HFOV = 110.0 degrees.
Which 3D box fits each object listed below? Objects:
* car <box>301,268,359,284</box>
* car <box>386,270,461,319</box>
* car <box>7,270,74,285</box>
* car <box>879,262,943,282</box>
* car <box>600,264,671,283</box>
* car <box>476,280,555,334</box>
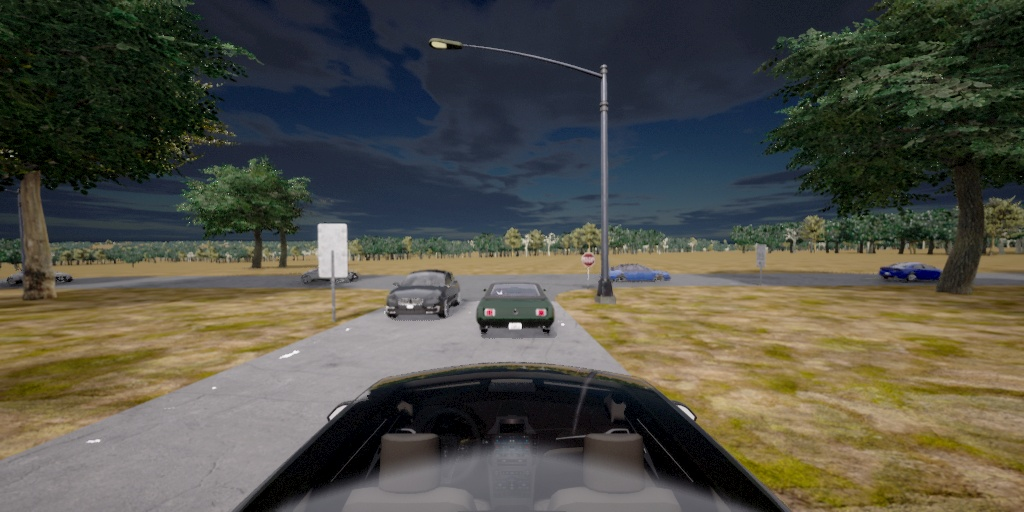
[{"bbox_3d":[-14.919,1.538,29.513,4.181,1.385,1.994,0,2,3],"label":"car"},{"bbox_3d":[-3.025,1.276,13.048,1.837,1.490,4.892,0,-1,0],"label":"car"},{"bbox_3d":[-41.237,1.815,31.406,4.181,1.385,1.994,-1,2,6],"label":"car"},{"bbox_3d":[33.391,1.285,29.683,5.008,1.535,1.882,0,2,-3],"label":"car"},{"bbox_3d":[9.926,1.370,29.026,5.357,1.411,2.033,0,2,0],"label":"car"},{"bbox_3d":[0.080,1.366,10.687,1.895,1.301,4.718,0,0,0],"label":"car"}]
